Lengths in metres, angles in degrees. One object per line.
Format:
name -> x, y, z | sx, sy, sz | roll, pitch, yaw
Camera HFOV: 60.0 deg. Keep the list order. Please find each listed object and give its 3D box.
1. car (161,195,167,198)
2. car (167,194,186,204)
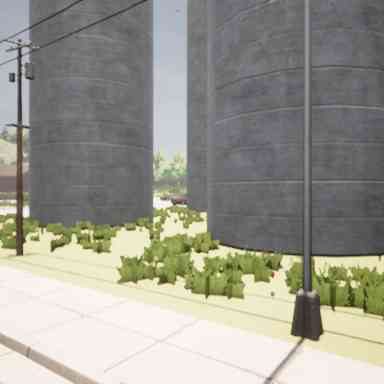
car -> -6.271, 1.497, 84.238 | 3.905, 1.438, 1.784 | 0, 0, 35
car -> -1.346, 1.463, 54.488 | 1.882, 1.535, 5.008 | 0, 0, 35
